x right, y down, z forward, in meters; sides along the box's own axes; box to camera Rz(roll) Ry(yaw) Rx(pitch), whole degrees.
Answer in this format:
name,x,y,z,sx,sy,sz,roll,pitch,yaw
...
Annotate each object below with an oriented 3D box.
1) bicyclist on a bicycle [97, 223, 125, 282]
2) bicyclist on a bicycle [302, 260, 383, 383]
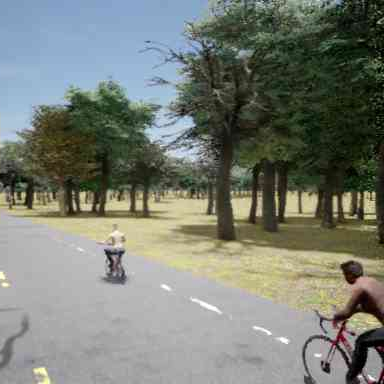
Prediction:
name,x,y,z,sx,sy,sz,roll,pitch,yaw
bicyclist on a bicycle,-2.288,1.726,9.748,0.866,1.612,1.509,1,-3,-33
bicyclist on a bicycle,1.843,1.574,3.516,0.582,1.620,1.656,1,-2,-33
